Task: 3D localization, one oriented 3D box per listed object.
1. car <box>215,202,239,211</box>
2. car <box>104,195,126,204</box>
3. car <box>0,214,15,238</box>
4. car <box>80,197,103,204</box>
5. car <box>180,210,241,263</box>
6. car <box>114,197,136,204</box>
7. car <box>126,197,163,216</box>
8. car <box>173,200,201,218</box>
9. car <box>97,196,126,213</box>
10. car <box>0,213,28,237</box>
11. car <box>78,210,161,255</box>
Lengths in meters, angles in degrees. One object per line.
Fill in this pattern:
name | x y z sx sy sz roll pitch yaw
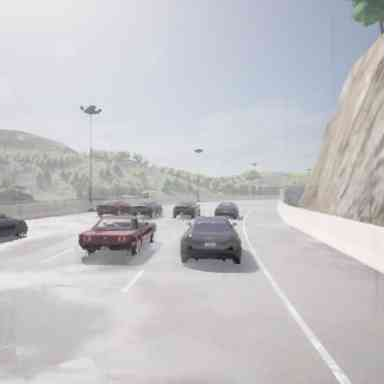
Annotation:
car | 3.205 1.585 30.141 1.994 1.385 4.181 0 0 11
car | -15.448 1.480 67.032 1.882 1.535 5.008 0 0 20
car | -6.601 1.482 7.642 2.128 1.511 4.902 0 0 3
car | -19.741 1.589 65.591 1.895 1.301 4.718 0 0 20
car | 0.714 1.571 12.111 1.994 1.385 4.181 0 0 4
car | -12.878 1.605 63.921 1.895 1.301 4.718 0 0 20
car | -3.959 1.512 29.970 1.837 1.490 4.892 0 0 10
car | -0.414 1.519 29.880 1.837 1.490 4.892 0 0 10
car | -7.227 1.479 31.508 1.882 1.535 5.008 0 0 10
car | -9.528 1.553 15.336 1.994 1.385 4.181 0 0 5
car | -2.713 1.602 13.345 1.895 1.301 4.718 0 0 5
